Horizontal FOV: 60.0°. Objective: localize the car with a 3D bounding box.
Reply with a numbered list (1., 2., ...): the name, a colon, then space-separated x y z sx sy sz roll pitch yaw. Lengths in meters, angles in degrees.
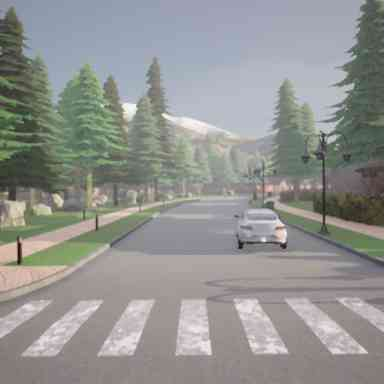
1. car: 2.809 1.425 14.119 1.812 1.442 4.674 0 1 6
